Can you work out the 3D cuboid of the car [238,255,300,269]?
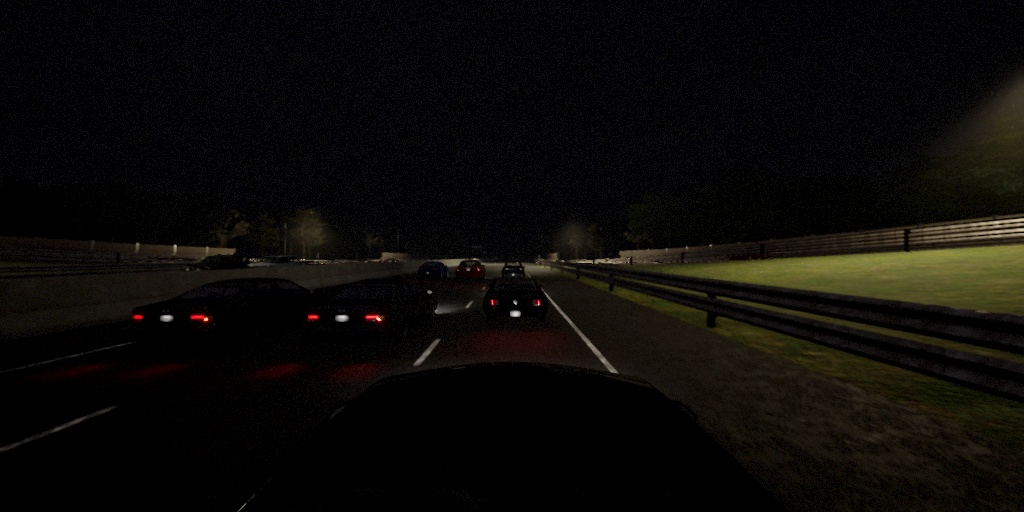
[{"bbox_3d":[-21.090,0.967,32.067,2.150,2.045,5.566,0,0,0],"label":"car"}]

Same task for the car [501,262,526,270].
[{"bbox_3d":[0.106,1.236,30.157,2.128,1.511,4.902,0,0,0],"label":"car"}]

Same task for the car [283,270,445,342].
[{"bbox_3d":[-3.398,1.291,9.678,2.033,1.411,5.357,0,0,0],"label":"car"}]

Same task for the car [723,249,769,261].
[{"bbox_3d":[26.592,-0.047,40.944,1.882,1.535,5.008,0,-4,-14],"label":"car"}]

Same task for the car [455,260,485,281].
[{"bbox_3d":[-3.394,1.096,29.937,2.097,1.767,4.553,0,0,0],"label":"car"}]

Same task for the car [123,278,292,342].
[{"bbox_3d":[-6.898,1.291,9.672,2.033,1.411,5.357,0,0,0],"label":"car"}]

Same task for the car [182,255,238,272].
[{"bbox_3d":[-24.591,0.966,30.264,2.150,2.045,5.566,0,0,0],"label":"car"}]

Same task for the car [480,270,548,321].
[{"bbox_3d":[0.103,1.343,12.358,1.895,1.301,4.718,0,0,0],"label":"car"}]

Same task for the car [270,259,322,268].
[{"bbox_3d":[-17.590,1.236,30.325,2.128,1.511,4.902,0,0,0],"label":"car"}]

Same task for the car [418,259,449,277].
[{"bbox_3d":[-6.893,1.223,31.833,1.882,1.535,5.008,0,0,0],"label":"car"}]
